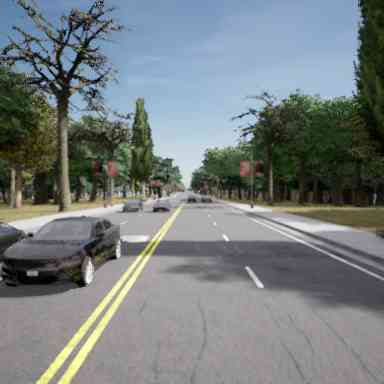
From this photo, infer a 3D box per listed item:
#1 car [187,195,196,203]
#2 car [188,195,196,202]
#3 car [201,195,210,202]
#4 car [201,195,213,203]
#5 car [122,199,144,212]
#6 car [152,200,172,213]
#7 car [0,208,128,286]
[{"bbox_3d":[-0.038,1.556,69.816,1.837,1.490,4.892,0,0,0],"label":"car"},{"bbox_3d":[-0.045,1.520,80.240,1.837,1.490,4.892,0,0,0],"label":"car"},{"bbox_3d":[3.205,1.544,80.242,1.812,1.442,4.674,0,0,0],"label":"car"},{"bbox_3d":[3.211,1.583,70.228,1.812,1.442,4.674,0,0,0],"label":"car"},{"bbox_3d":[-6.520,1.511,37.203,1.812,1.442,4.674,0,0,0],"label":"car"},{"bbox_3d":[-3.270,1.547,37.205,2.033,1.411,5.357,0,0,0],"label":"car"},{"bbox_3d":[-3.347,1.447,9.497,1.882,1.535,5.008,0,0,0],"label":"car"}]
